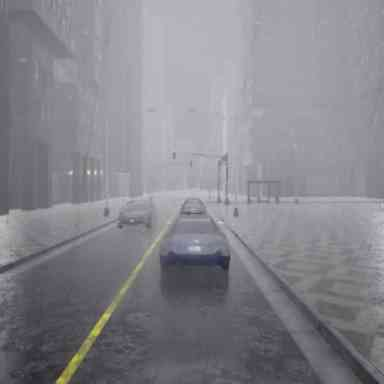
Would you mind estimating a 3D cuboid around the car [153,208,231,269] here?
[{"bbox_3d":[0.087,1.409,10.596,1.994,1.385,4.181,0,1,0],"label":"car"}]

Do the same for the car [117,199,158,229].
[{"bbox_3d":[-3.069,1.223,19.487,1.837,1.490,4.892,0,0,0],"label":"car"}]

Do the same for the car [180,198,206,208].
[{"bbox_3d":[0.104,1.186,26.017,1.994,1.385,4.181,0,1,0],"label":"car"}]
